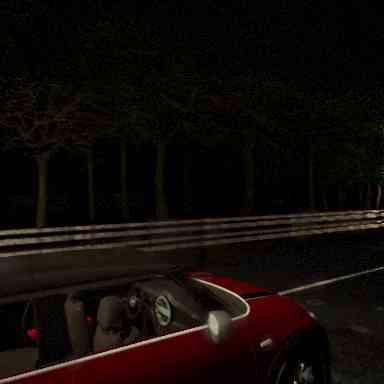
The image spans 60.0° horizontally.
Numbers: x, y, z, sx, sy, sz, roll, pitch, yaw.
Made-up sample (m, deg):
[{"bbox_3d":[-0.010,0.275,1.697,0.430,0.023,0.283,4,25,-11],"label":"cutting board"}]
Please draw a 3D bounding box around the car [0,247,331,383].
[{"bbox_3d":[-0.692,1.350,3.199,4.553,1.767,2.097,0,0,-35],"label":"car"}]
